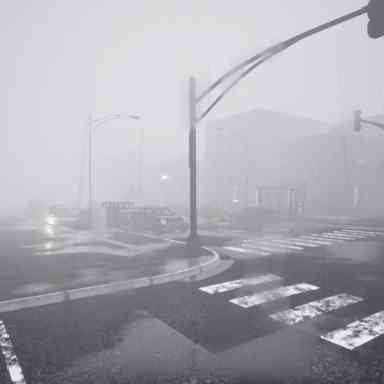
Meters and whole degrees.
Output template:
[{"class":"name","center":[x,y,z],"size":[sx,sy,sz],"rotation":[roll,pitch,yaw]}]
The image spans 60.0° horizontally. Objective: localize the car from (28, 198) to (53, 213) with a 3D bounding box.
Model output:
[{"class":"car","center":[-22.080,1.952,47.645],"size":[2.192,1.841,5.009],"rotation":[-1,0,-36]}]

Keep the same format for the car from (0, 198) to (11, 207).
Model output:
[{"class":"car","center":[-42.194,2.358,74.961],"size":[2.192,1.841,5.009],"rotation":[-1,0,-36]}]

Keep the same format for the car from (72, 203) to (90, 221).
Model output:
[{"class":"car","center":[-8.688,1.919,29.419],"size":[2.008,1.369,4.403],"rotation":[-1,0,-36]}]

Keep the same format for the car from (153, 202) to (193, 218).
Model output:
[{"class":"car","center":[-2.044,1.821,34.473],"size":[1.752,1.417,4.829],"rotation":[-1,0,-36]}]

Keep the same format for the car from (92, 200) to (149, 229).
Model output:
[{"class":"car","center":[-5.346,1.616,24.862],"size":[2.192,1.841,5.009],"rotation":[-1,0,-36]}]

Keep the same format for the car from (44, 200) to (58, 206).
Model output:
[{"class":"car","center":[-32.062,2.445,75.347],"size":[1.887,1.381,4.507],"rotation":[-1,0,-36]}]

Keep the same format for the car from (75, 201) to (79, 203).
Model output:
[{"class":"car","center":[-22.022,2.280,61.677],"size":[1.802,1.307,4.206],"rotation":[-1,0,-36]}]

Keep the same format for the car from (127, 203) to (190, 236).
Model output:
[{"class":"car","center":[-1.997,1.674,20.305],"size":[1.967,1.590,4.097],"rotation":[-1,0,-36]}]

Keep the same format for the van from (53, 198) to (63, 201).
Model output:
[{"class":"van","center":[-28.721,2.174,70.790],"size":[1.690,1.788,3.998],"rotation":[-1,0,-36]}]

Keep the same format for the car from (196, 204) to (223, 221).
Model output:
[{"class":"car","center":[1.303,1.753,29.916],"size":[1.752,1.417,4.829],"rotation":[-1,0,-36]}]

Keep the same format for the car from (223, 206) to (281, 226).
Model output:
[{"class":"car","center":[4.751,1.725,25.222],"size":[1.947,1.339,4.313],"rotation":[-1,0,-36]}]

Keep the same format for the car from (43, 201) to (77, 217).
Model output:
[{"class":"car","center":[-15.382,2.053,38.532],"size":[2.008,1.369,4.403],"rotation":[-1,0,-36]}]

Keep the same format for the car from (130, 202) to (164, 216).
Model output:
[{"class":"car","center":[-5.290,1.911,38.893],"size":[2.008,1.369,4.403],"rotation":[-1,0,-36]}]

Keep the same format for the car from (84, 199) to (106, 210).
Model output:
[{"class":"car","center":[-15.333,2.003,52.563],"size":[1.967,1.590,4.097],"rotation":[-1,0,-36]}]

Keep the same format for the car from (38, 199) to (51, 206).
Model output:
[{"class":"car","center":[-35.510,2.495,80.041],"size":[1.752,1.417,4.829],"rotation":[-1,0,-36]}]
